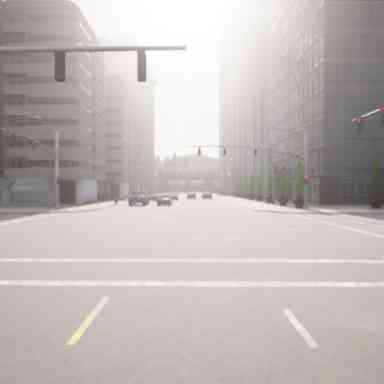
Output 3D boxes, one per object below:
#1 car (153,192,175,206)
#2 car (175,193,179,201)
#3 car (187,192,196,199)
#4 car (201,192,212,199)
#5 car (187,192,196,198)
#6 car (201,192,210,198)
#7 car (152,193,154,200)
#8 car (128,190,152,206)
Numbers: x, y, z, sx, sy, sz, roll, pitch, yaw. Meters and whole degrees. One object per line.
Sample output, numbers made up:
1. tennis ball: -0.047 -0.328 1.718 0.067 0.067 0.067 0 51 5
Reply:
1. car: -3.669 1.070 44.734 1.837 1.490 4.892 0 1 0
2. car: -3.624 0.852 64.538 1.882 1.535 5.008 0 0 0
3. car: -0.135 0.780 71.068 1.882 1.535 5.008 0 1 0
4. car: 3.364 0.795 71.908 1.837 1.490 4.892 0 1 0
5. car: -0.153 0.741 80.395 1.994 1.385 4.181 0 1 0
6. car: 3.347 0.745 80.575 1.994 1.385 4.181 0 1 0
7. car: -7.128 0.869 62.891 1.882 1.535 5.008 0 1 0
8. car: -7.167 0.785 45.133 2.150 2.045 5.566 0 0 0
